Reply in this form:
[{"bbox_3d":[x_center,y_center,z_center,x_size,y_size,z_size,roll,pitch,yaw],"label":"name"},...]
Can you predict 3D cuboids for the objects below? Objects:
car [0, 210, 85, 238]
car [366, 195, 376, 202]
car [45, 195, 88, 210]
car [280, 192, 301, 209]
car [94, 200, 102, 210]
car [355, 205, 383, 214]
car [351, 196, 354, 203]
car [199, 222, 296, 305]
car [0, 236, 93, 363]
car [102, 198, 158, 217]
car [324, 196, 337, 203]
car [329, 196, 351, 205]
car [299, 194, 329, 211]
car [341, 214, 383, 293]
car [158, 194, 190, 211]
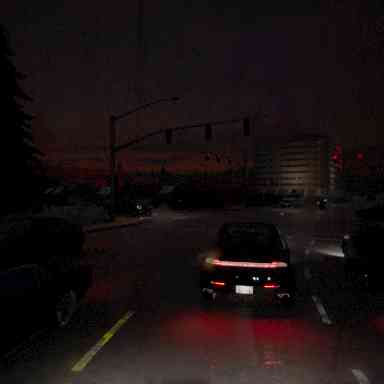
[{"bbox_3d":[-5.315,1.526,10.737,1.812,1.442,4.674,0,0,16],"label":"car"},{"bbox_3d":[42.671,1.525,79.280,2.128,1.511,4.902,0,0,32],"label":"car"},{"bbox_3d":[-14.117,1.277,37.047,5.566,2.045,2.150,0,0,32],"label":"car"},{"bbox_3d":[13.963,1.219,46.091,2.150,2.045,5.566,0,0,31],"label":"car"},{"bbox_3d":[-9.084,1.547,38.037,4.902,1.511,2.128,0,0,32],"label":"car"},{"bbox_3d":[14.800,1.634,24.650,1.895,1.301,4.718,0,0,-33],"label":"car"},{"bbox_3d":[32.472,1.525,69.356,2.128,1.511,4.902,0,0,32],"label":"car"},{"bbox_3d":[1.428,1.492,8.181,2.128,1.511,4.902,0,0,12],"label":"car"},{"bbox_3d":[-3.139,1.601,4.305,1.895,1.301,4.718,0,0,8],"label":"car"},{"bbox_3d":[-5.986,1.407,31.975,4.553,1.767,2.097,0,0,32],"label":"car"},{"bbox_3d":[30.143,1.524,72.252,1.812,1.442,4.674,0,0,32],"label":"car"},{"bbox_3d":[26.865,1.548,60.282,2.033,1.411,5.357,0,0,32],"label":"car"},{"bbox_3d":[15.273,1.352,41.525,2.097,1.767,4.553,0,0,32],"label":"car"},{"bbox_3d":[5.180,1.547,8.554,2.033,1.411,5.357,0,0,16],"label":"car"},{"bbox_3d":[-2.781,1.276,42.212,5.566,2.045,2.150,0,0,36],"label":"car"}]
